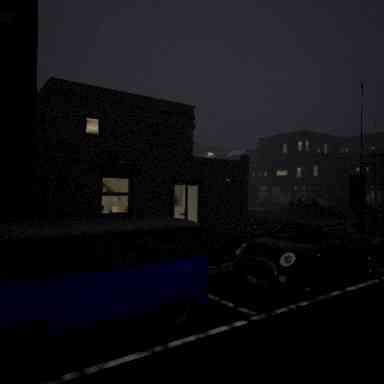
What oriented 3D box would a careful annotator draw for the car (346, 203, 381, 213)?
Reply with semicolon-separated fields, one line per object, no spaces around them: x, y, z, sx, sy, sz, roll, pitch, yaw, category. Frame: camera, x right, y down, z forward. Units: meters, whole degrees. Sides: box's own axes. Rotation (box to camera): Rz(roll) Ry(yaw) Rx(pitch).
18.341;1.811;36.504;1.947;1.339;4.313;0;-1;-35;car

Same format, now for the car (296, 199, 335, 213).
15.178;1.738;41.063;1.967;1.590;4.097;0;-1;-35;car

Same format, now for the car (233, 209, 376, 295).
2.984;1.440;8.671;4.097;1.590;1.967;0;1;-35;car

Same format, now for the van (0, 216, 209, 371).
-1.610;1.339;5.392;3.998;1.788;1.690;0;1;-35;van

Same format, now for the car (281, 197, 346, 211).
11.458;1.428;31.728;2.192;1.841;5.009;0;-1;-35;car

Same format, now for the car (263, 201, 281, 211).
11.916;1.878;45.759;1.752;1.417;4.829;0;-1;-35;car
